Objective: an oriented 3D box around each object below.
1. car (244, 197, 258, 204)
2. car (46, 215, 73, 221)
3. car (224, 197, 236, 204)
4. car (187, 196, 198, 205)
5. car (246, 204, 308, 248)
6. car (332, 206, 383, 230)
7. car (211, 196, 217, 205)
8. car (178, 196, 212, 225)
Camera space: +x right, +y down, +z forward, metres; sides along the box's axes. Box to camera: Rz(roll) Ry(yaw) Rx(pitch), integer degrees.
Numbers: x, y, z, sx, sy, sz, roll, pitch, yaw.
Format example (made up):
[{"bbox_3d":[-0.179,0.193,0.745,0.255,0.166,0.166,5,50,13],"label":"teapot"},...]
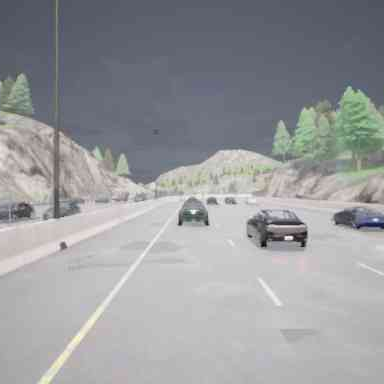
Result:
[{"bbox_3d":[10.590,1.573,59.921,1.812,1.442,4.674,0,0,0],"label":"car"},{"bbox_3d":[-10.579,1.546,27.497,1.812,1.442,4.674,0,0,0],"label":"car"},{"bbox_3d":[7.102,1.597,62.664,2.033,1.411,5.357,0,0,0],"label":"car"},{"bbox_3d":[0.090,1.554,61.061,1.837,1.490,4.892,0,0,0],"label":"car"},{"bbox_3d":[3.597,1.504,14.792,2.128,1.511,4.902,0,0,0],"label":"car"},{"bbox_3d":[10.596,1.581,21.205,1.994,1.385,4.181,0,0,0],"label":"car"},{"bbox_3d":[3.590,1.554,60.970,1.837,1.490,4.892,0,0,0],"label":"car"},{"bbox_3d":[0.096,1.370,24.144,2.097,1.767,4.553,0,0,0],"label":"car"}]
